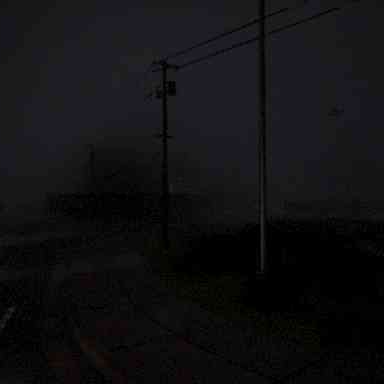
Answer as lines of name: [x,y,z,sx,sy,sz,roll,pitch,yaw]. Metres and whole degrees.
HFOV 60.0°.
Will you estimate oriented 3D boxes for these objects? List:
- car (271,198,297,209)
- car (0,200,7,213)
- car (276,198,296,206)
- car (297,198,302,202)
car: [13.079,1.811,47.707,1.895,1.301,4.718,0,0,33]
car: [-23.136,1.665,39.099,2.128,1.511,4.902,0,0,-38]
car: [17.257,1.811,60.690,2.033,1.411,5.357,0,0,33]
car: [16.764,1.732,53.432,1.837,1.490,4.892,0,0,33]
